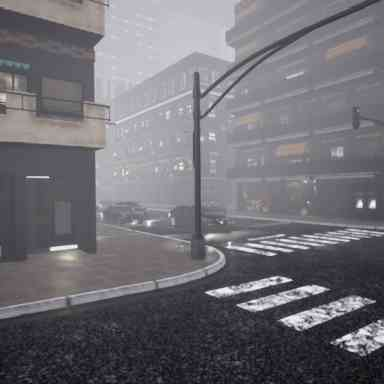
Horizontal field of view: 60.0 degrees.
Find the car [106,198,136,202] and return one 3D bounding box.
[{"bbox_3d":[-5.568,1.539,29.318,1.837,1.490,4.892,-1,1,-36],"label":"car"}]

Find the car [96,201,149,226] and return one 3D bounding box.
[{"bbox_3d":[-5.155,1.630,24.549,1.947,1.339,4.313,-1,1,-36],"label":"car"}]

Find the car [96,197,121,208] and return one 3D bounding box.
[{"bbox_3d":[-11.887,1.517,47.248,1.887,1.381,4.507,-1,1,-36],"label":"car"}]

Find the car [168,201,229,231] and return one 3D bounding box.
[{"bbox_3d":[0.295,1.532,21.233,1.837,1.490,4.892,-1,1,-36],"label":"car"}]

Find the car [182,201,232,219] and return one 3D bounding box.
[{"bbox_3d":[1.223,1.510,29.176,2.008,1.369,4.403,-1,1,-36],"label":"car"}]

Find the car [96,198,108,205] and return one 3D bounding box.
[{"bbox_3d":[-11.548,1.566,37.573,1.812,1.442,4.674,-1,0,-36],"label":"car"}]
